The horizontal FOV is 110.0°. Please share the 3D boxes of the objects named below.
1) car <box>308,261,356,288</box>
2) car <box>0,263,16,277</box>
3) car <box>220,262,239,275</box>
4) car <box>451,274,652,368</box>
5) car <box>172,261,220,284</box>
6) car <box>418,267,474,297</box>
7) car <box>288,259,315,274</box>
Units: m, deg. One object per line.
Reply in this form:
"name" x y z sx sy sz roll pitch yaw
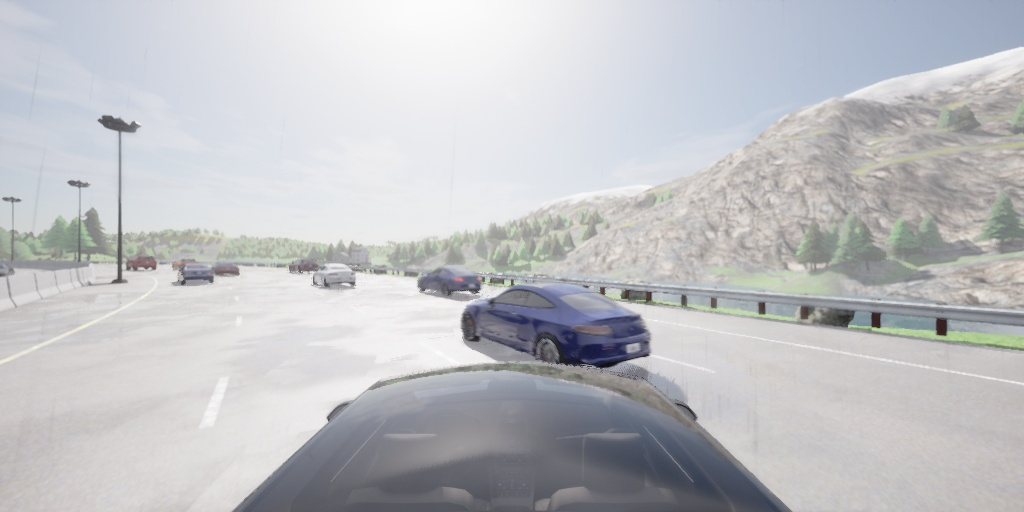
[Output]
"car" -11.870 1.281 23.917 1.812 1.442 4.674 0 0 -41
"car" -40.696 1.285 28.096 5.357 1.411 2.033 0 0 41
"car" -30.078 1.313 37.450 4.181 1.385 1.994 0 0 42
"car" 0.604 1.280 7.512 1.812 1.442 4.674 0 0 -34
"car" -24.049 1.295 27.193 5.357 1.411 2.033 0 0 44
"car" -3.346 1.284 18.985 1.812 1.442 4.674 0 0 -38
"car" -24.116 1.110 41.476 4.553 1.767 2.097 0 0 42
